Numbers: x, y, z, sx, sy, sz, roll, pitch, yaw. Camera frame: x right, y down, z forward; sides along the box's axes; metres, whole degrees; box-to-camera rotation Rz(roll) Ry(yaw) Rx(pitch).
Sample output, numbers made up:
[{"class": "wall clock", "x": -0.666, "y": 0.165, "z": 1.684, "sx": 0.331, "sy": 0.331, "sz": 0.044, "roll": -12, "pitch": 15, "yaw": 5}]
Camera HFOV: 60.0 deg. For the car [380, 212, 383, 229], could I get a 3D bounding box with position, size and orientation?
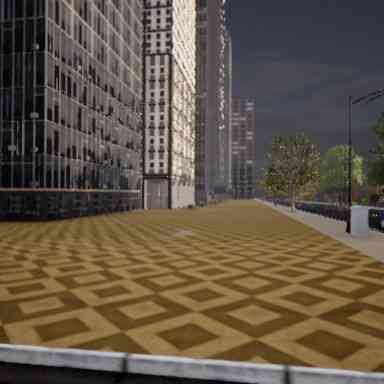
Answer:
[{"class": "car", "x": 13.099, "y": 1.637, "z": 20.086, "sx": 1.882, "sy": 1.535, "sz": 5.008, "roll": 0, "pitch": -1, "yaw": 10}]
